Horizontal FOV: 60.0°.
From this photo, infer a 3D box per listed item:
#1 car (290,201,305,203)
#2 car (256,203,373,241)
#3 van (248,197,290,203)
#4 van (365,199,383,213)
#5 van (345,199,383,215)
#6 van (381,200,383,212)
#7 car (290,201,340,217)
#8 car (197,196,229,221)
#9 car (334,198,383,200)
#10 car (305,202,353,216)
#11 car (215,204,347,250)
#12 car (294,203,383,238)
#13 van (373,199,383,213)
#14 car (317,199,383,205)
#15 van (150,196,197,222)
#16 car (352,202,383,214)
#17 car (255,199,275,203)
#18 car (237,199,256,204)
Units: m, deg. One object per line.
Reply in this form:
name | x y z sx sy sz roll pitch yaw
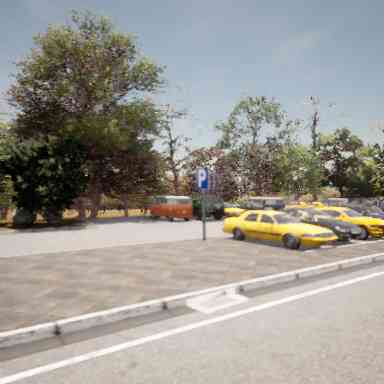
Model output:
car | 9.613 1.678 35.161 2.185 1.767 4.553 1 -1 -35
car | 5.733 1.545 16.371 2.231 1.521 4.892 1 -1 -36
van | 7.274 1.522 33.675 1.878 1.987 4.442 1 -1 -35
van | 27.579 2.042 47.875 1.878 1.987 4.442 2 -1 -35
van | 23.191 1.917 44.745 1.878 1.987 4.442 1 -1 -35
van | 31.957 2.245 51.286 1.878 1.987 4.442 3 -1 -35
car | 14.105 1.917 38.399 2.097 1.535 5.008 1 -1 -36
car | 0.565 1.335 28.779 2.435 2.045 5.566 1 -1 -35
car | 12.530 1.437 21.179 2.435 2.045 5.566 1 -1 -35
car | 16.360 1.975 40.007 2.231 1.521 4.892 1 -1 -36
car | 3.591 1.509 14.608 1.946 1.575 5.366 1 -1 -36
car | 7.989 1.585 17.982 2.097 1.535 5.008 1 -1 -35
van | 29.805 2.148 49.750 1.878 1.987 4.442 3 -1 -35
car | 10.237 1.509 19.616 2.185 1.767 4.553 1 -1 -35
van | -1.842 1.318 27.172 1.878 1.987 4.442 1 -1 -36
car | 25.371 2.199 46.450 2.097 1.535 5.008 1 -1 -35
car | 5.087 1.692 31.963 2.231 1.521 4.892 1 -1 -35
car | 2.938 1.633 30.211 1.946 1.575 5.366 1 -1 -36
